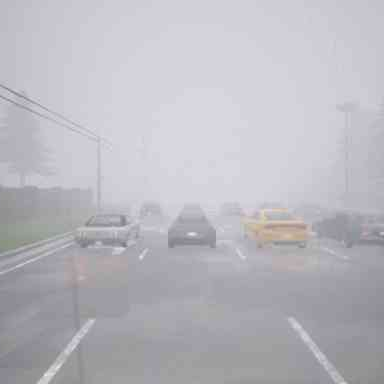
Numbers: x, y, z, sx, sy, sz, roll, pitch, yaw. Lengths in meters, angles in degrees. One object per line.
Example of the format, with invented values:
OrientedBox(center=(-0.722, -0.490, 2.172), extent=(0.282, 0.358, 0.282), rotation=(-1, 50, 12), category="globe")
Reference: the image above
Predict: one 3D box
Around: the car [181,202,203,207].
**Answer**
OrientedBox(center=(0.000, 1.570, 29.650), extent=(1.994, 1.385, 4.181), rotation=(0, 0, 0), category="car")

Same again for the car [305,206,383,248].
OrientedBox(center=(7.000, 1.560, 14.650), extent=(2.033, 1.411, 5.357), rotation=(0, 0, 0), category="car")

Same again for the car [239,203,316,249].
OrientedBox(center=(3.500, 1.482, 14.650), extent=(1.882, 1.535, 5.008), rotation=(0, 0, 0), category="car")

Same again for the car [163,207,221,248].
OrientedBox(center=(0.000, 1.569, 14.650), extent=(1.994, 1.385, 4.181), rotation=(0, 0, 0), category="car")

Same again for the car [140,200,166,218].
OrientedBox(center=(-3.500, 1.514, 29.650), extent=(1.837, 1.490, 4.892), rotation=(0, 0, 0), category="car")

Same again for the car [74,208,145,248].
OrientedBox(center=(-3.500, 1.613, 14.680), extent=(1.895, 1.301, 4.718), rotation=(0, 0, 0), category="car")

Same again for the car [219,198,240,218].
OrientedBox(center=(3.500, 1.561, 29.650), extent=(2.033, 1.411, 5.357), rotation=(0, 0, 0), category="car")

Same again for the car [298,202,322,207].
OrientedBox(center=(10.500, 1.570, 29.650), extent=(1.994, 1.385, 4.181), rotation=(0, 0, 0), category="car")
